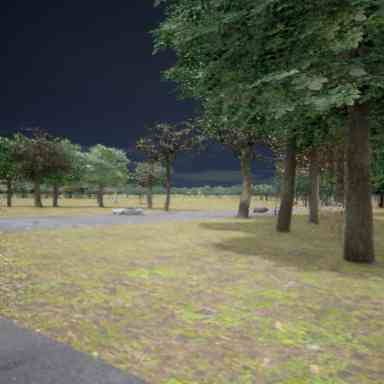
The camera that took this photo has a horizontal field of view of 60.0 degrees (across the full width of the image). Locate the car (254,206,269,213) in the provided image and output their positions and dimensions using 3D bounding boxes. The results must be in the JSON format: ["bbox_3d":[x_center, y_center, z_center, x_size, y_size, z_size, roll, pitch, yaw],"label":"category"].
[{"bbox_3d":[14.603,3.628,70.137,2.033,1.411,5.357,1,-1,29],"label":"car"}]

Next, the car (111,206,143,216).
[{"bbox_3d":[-9.162,2.673,46.972,1.895,1.301,4.718,1,-1,36],"label":"car"}]
